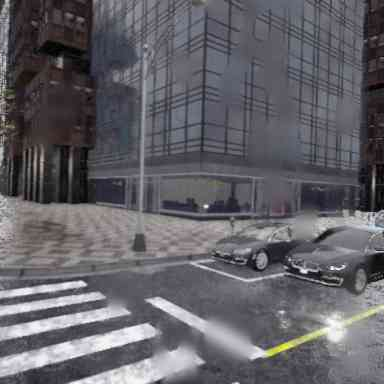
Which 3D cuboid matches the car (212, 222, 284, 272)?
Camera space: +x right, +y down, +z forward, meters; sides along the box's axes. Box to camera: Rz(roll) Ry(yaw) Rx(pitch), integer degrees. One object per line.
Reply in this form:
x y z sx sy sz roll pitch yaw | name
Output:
2.654 1.726 11.337 4.403 1.369 2.008 2 -1 -37 | car

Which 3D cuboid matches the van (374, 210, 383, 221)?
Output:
11.447 1.865 18.031 3.998 1.788 1.690 2 -1 -37 | van

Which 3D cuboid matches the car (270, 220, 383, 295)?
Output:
4.645 1.743 9.504 4.892 1.490 1.837 2 0 -37 | car
